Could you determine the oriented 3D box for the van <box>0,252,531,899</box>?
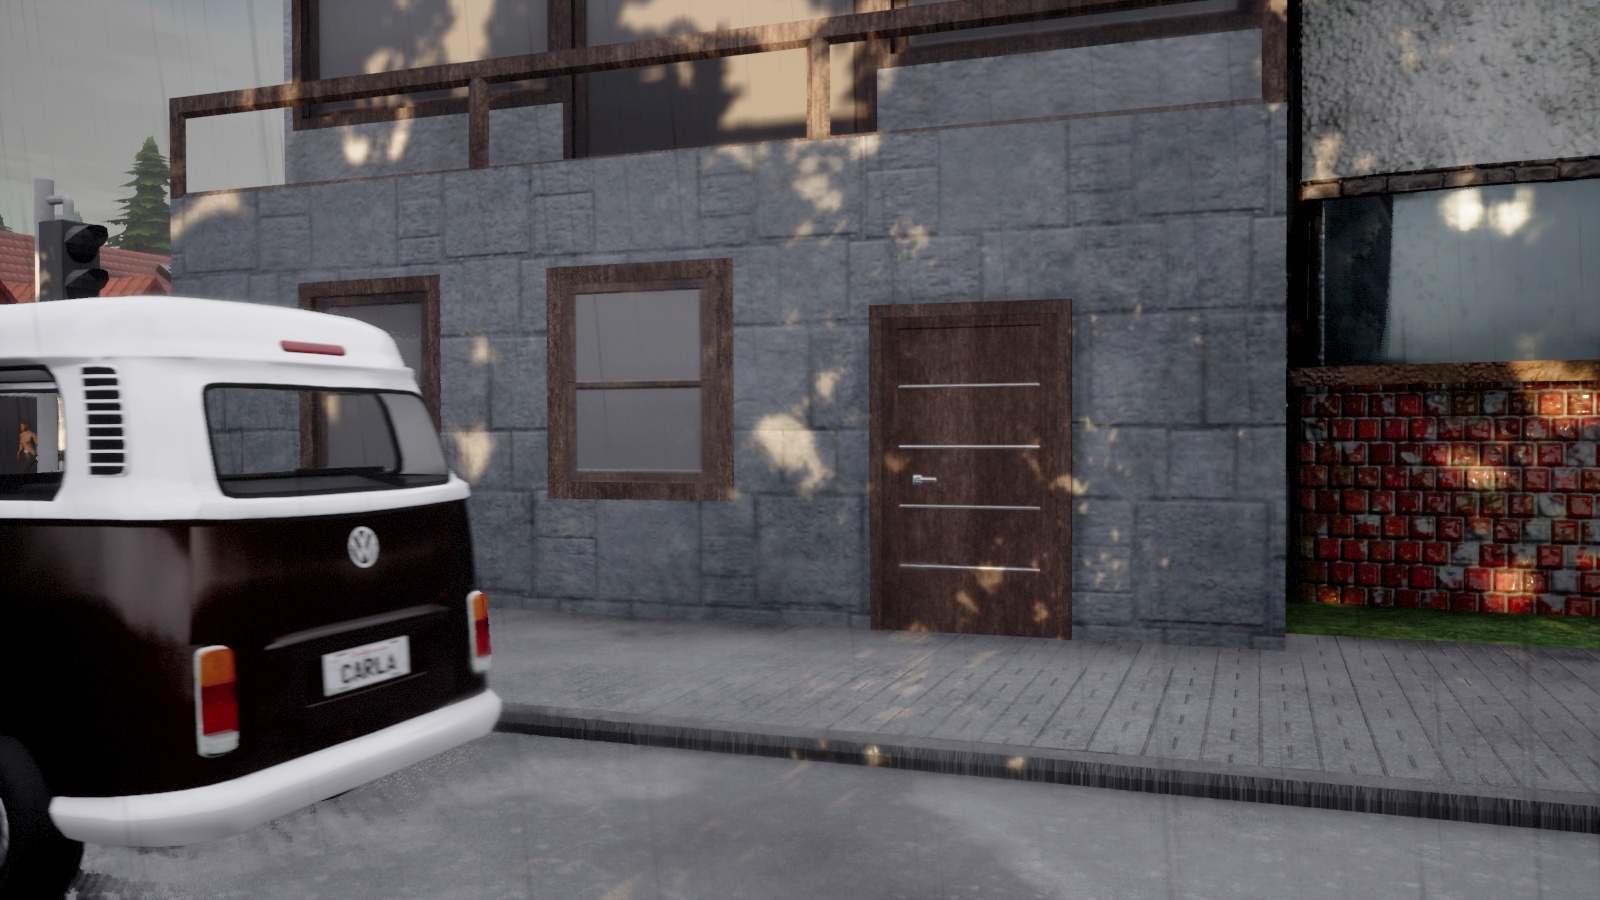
[{"bbox_3d":[-3.602,0.454,5.125,4.480,2.038,2.069,1,1,20],"label":"van"}]
